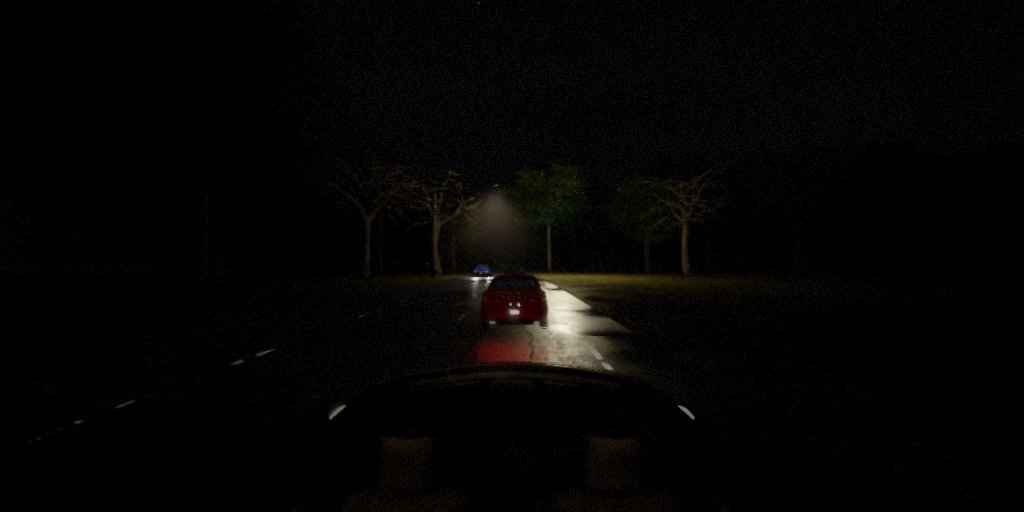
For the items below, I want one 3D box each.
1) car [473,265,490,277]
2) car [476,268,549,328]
[{"bbox_3d":[-3.502,1.759,42.781,1.812,1.442,4.674,0,-1,0],"label":"car"},{"bbox_3d":[0.090,1.319,11.760,1.882,1.535,5.008,0,0,1],"label":"car"}]
